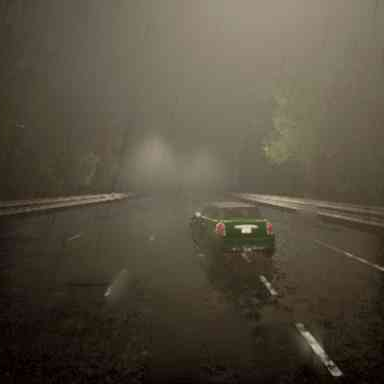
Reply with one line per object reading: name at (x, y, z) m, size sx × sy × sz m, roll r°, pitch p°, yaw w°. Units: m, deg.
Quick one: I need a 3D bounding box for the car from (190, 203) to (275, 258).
car at (1.266, 1.164, 12.235) m, size 2.097 × 1.767 × 4.553 m, roll 0°, pitch 1°, yaw -11°
